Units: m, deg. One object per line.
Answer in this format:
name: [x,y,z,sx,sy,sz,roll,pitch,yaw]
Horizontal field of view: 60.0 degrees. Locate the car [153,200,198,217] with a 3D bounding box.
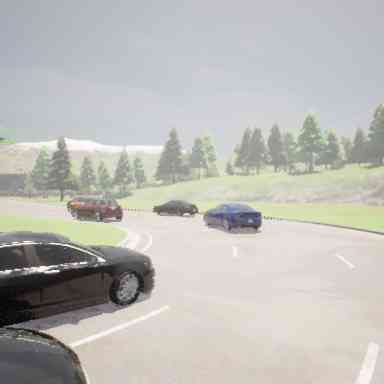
car: [-1.525,1.452,30.575,4.674,1.442,1.812,0,0,41]

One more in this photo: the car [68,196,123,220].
car: [-7.549,1.318,26.432,4.553,1.767,2.097,0,0,41]

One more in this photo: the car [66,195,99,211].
car: [-13.674,1.310,41.437,2.097,1.767,4.553,0,0,-44]

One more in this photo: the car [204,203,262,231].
car: [2.312,1.414,20.105,1.882,1.535,5.008,0,0,-19]

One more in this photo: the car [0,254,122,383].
car: [-2.998,1.502,1.627,4.902,1.511,2.128,0,1,-30]

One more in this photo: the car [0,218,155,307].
car: [-2.944,1.504,6.147,4.892,1.490,1.837,0,2,-42]

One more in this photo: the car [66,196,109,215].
car: [-10.628,1.315,33.765,4.553,1.767,2.097,0,0,41]
